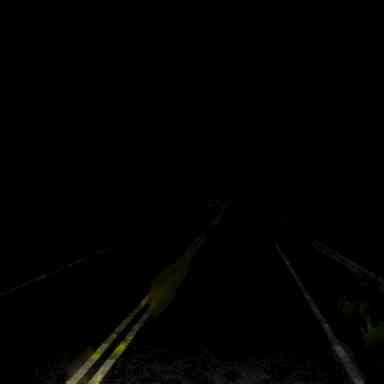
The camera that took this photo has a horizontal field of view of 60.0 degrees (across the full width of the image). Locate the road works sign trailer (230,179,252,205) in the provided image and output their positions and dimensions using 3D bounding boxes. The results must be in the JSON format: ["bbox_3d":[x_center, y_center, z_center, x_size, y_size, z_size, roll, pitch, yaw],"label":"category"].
[{"bbox_3d":[5.965,0.281,40.819,2.380,2.880,3.560,-4,34,3],"label":"road works sign trailer"}]

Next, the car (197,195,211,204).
[{"bbox_3d":[1.863,1.272,56.772,1.994,1.385,4.181,-1,0,-13],"label":"car"}]

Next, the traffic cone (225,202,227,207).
[{"bbox_3d":[4.090,1.718,40.991,0.340,0.580,0.340,1,0,6],"label":"traffic cone"}]
